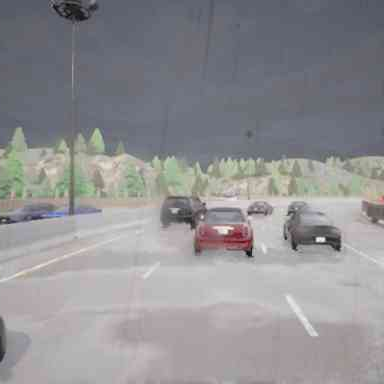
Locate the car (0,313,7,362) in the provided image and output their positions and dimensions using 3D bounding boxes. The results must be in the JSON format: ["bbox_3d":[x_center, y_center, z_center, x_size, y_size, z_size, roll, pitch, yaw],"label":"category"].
[{"bbox_3d":[-3.245,1.500,2.142,1.837,1.490,4.892,0,0,2],"label":"car"}]

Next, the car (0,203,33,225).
[{"bbox_3d":[-11.230,1.606,22.640,1.994,1.385,4.181,0,0,13],"label":"car"}]

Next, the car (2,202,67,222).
[{"bbox_3d":[-13.338,1.613,28.623,2.033,1.411,5.357,0,0,16],"label":"car"}]

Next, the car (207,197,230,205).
[{"bbox_3d":[5.238,1.716,64.809,2.128,1.511,4.902,0,0,38],"label":"car"}]

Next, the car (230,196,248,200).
[{"bbox_3d":[9.153,1.772,58.409,1.895,1.301,4.718,0,0,37],"label":"car"}]

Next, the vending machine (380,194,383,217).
[{"bbox_3d":[18.196,1.247,31.029,1.100,2.100,0.880,-1,-1,24],"label":"vending machine"}]

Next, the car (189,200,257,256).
[{"bbox_3d":[1.375,1.381,13.458,2.097,1.767,4.553,0,0,8],"label":"car"}]

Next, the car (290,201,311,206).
[{"bbox_3d":[10.639,1.617,32.965,2.033,1.411,5.357,0,0,24],"label":"car"}]

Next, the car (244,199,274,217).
[{"bbox_3d":[6.846,1.623,32.993,2.033,1.411,5.357,0,0,23],"label":"car"}]

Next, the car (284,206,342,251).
[{"bbox_3d":[5.038,1.561,14.271,1.812,1.442,4.674,0,0,10],"label":"car"}]

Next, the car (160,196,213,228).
[{"bbox_3d":[-0.386,1.270,22.266,2.150,2.045,5.566,0,0,14],"label":"car"}]

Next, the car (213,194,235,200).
[{"bbox_3d":[5.995,1.412,60.042,2.150,2.045,5.566,-1,0,36],"label":"car"}]

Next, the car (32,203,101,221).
[{"bbox_3d":[-7.825,1.521,21.910,1.882,1.535,5.008,0,0,14],"label":"car"}]
